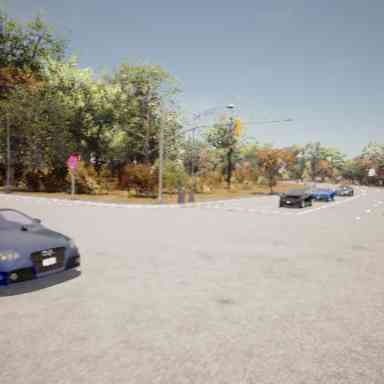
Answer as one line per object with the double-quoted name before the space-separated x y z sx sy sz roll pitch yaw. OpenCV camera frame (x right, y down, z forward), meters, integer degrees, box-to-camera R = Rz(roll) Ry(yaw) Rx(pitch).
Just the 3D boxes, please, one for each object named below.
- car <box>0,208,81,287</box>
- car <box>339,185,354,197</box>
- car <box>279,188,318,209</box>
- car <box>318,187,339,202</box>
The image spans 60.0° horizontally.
"car" -4.508 1.076 7.494 4.181 1.385 1.994 3 3 29
"car" 22.947 -0.307 49.897 2.097 1.767 4.553 3 4 33
"car" 8.990 0.482 28.408 1.882 1.535 5.008 3 3 33
"car" 14.785 0.252 37.377 1.882 1.535 5.008 3 3 33
